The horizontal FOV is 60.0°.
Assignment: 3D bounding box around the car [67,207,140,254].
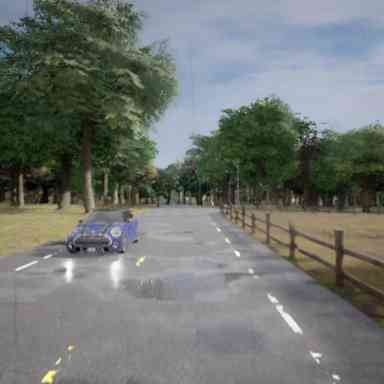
[{"bbox_3d":[-3.547,1.483,14.055,2.097,1.767,4.553,0,-1,0],"label":"car"}]
